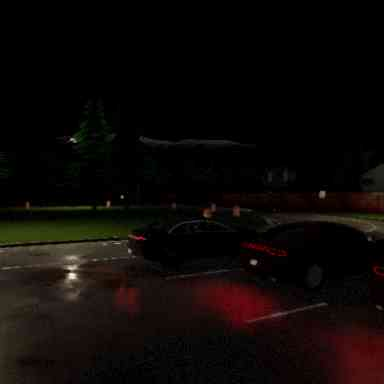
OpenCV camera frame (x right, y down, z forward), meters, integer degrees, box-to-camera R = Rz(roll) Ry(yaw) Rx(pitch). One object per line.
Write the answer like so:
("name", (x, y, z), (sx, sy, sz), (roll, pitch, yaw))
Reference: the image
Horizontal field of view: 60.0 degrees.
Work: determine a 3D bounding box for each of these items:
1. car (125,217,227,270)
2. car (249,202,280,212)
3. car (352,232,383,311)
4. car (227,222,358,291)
("car", (0.200, 1.604, 11.368), (4.902, 1.511, 2.128), (0, -1, -29))
("car", (9.728, 2.043, 45.125), (1.895, 1.301, 4.718), (0, -1, -25))
("car", (5.559, 1.540, 6.319), (5.008, 1.535, 1.882), (0, -1, -29))
("car", (3.663, 1.570, 9.273), (5.008, 1.535, 1.882), (0, -1, -29))
